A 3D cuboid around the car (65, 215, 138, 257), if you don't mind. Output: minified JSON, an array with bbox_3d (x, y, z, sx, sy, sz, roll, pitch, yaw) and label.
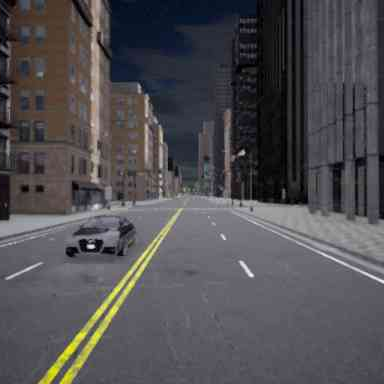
[{"bbox_3d":[-3.353,1.628,13.020,1.994,1.385,4.181,0,0,0],"label":"car"}]
